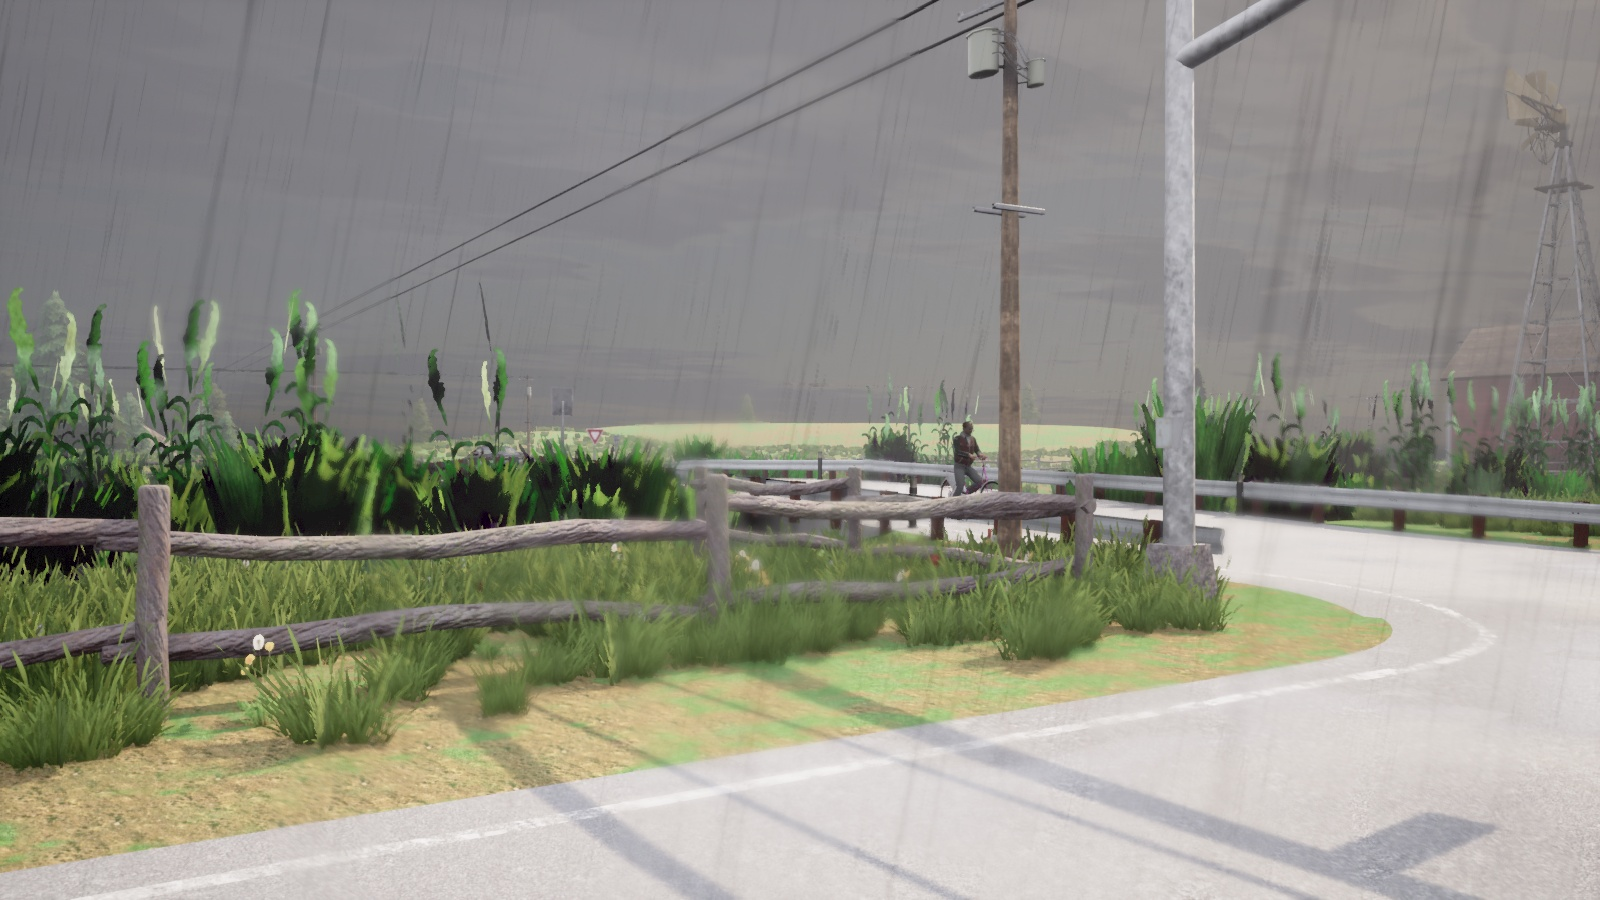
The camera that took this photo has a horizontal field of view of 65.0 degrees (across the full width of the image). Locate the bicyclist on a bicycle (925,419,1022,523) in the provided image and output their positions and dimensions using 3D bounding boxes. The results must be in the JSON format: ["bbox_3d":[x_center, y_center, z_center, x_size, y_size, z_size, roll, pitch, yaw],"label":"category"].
[{"bbox_3d":[3.128,0.348,22.816,0.659,1.776,1.843,0,2,-32],"label":"bicyclist on a bicycle"}]

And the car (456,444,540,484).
[{"bbox_3d":[-11.501,0.568,47.614,1.994,1.385,4.181,0,-2,-30],"label":"car"}]
